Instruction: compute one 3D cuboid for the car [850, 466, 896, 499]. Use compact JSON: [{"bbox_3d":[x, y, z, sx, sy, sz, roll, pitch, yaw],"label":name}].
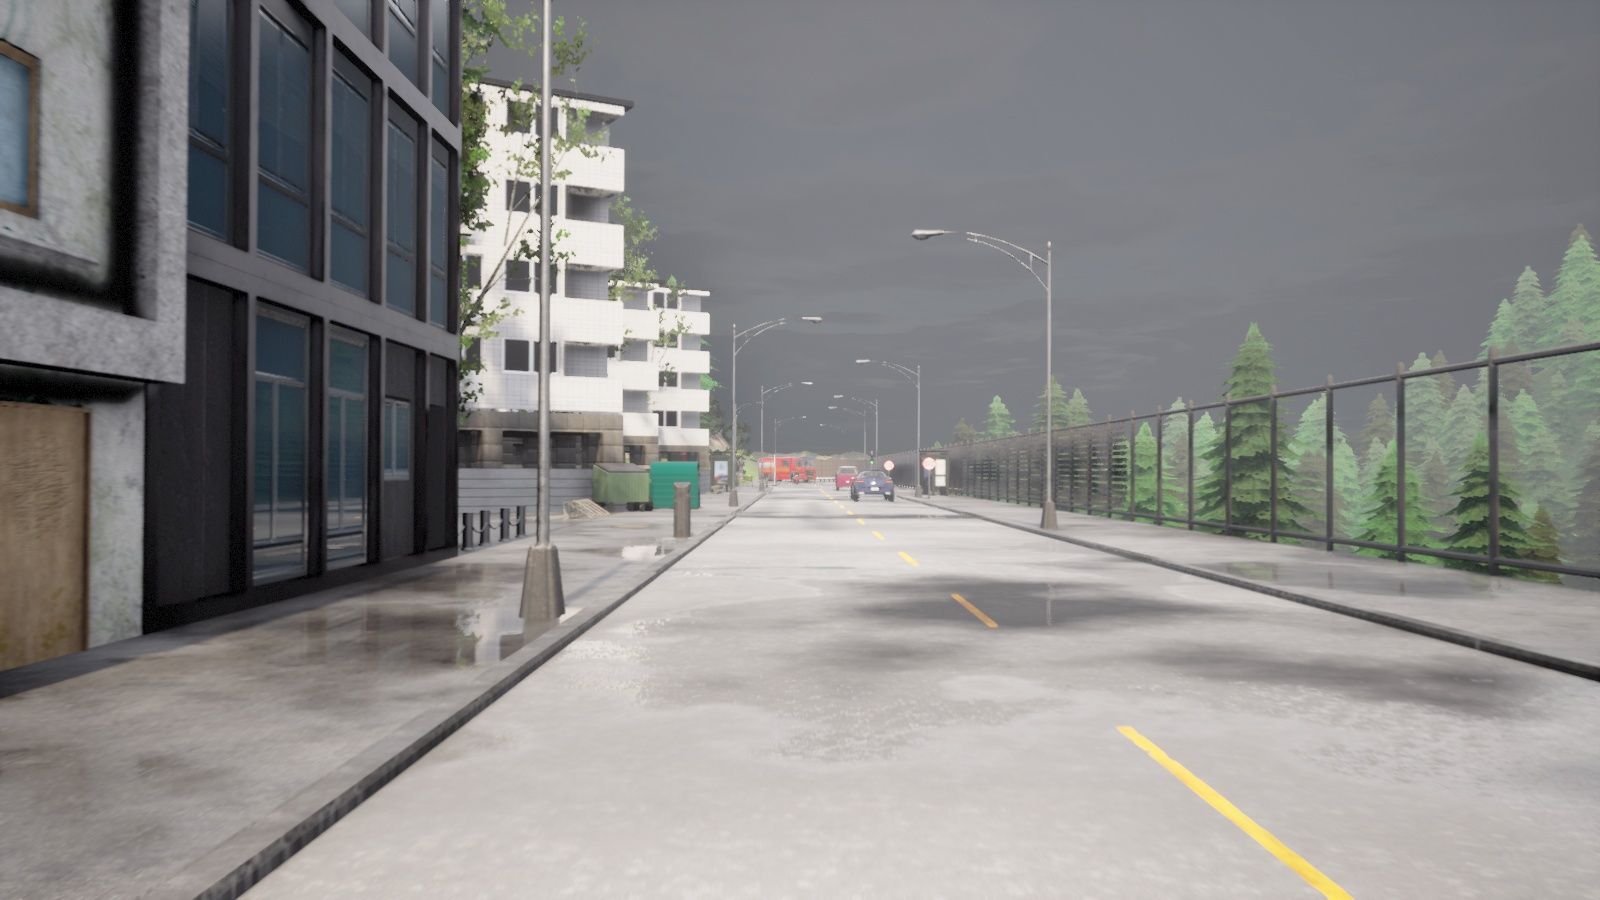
[{"bbox_3d":[3.827,1.699,66.951,2.152,1.651,5.027,0,-1,0],"label":"car"}]
